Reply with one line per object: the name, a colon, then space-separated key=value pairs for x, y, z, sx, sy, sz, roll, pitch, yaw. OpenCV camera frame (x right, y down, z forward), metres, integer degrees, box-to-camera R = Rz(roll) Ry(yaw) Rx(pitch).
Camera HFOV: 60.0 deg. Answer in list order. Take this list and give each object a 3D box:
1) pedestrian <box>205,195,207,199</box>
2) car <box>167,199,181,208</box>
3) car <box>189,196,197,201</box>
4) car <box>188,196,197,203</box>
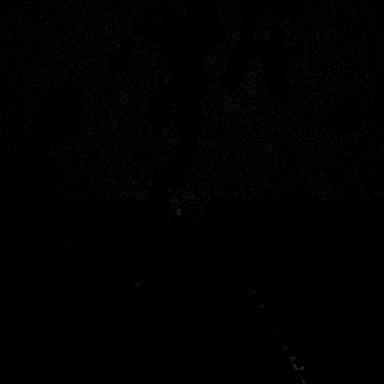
pedestrian: x=3.001 y=1.604 z=71.451 sx=0.375 sy=1.860 sz=0.375 roll=-1 pitch=1 yaw=0
car: x=-2.701 y=1.766 z=52.232 sx=1.812 sy=1.442 sz=4.674 roll=0 pitch=0 yaw=0
car: x=0.227 y=1.771 z=91.278 sx=2.033 sy=1.411 sz=5.357 roll=0 pitch=0 yaw=0
car: x=0.194 y=1.672 z=78.211 sx=1.882 sy=1.535 sz=5.008 roll=0 pitch=0 yaw=0
